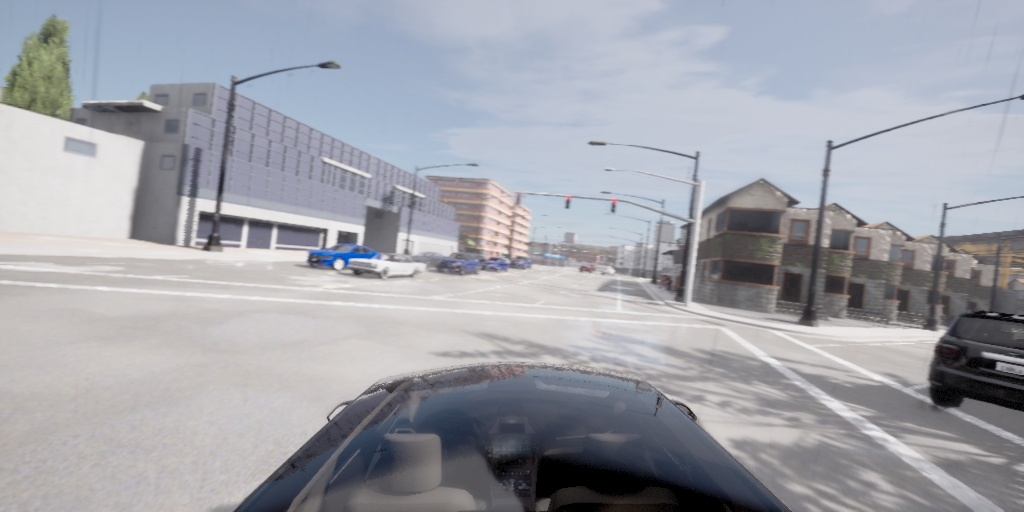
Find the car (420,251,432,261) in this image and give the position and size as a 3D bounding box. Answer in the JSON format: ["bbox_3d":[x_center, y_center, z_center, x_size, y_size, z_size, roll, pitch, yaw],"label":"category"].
[{"bbox_3d":[-7.140,0.338,31.014,2.033,1.411,5.357,7,1,17],"label":"car"}]

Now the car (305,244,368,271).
[{"bbox_3d":[-9.913,0.004,21.603,1.882,1.535,5.008,7,0,16],"label":"car"}]

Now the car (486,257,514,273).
[{"bbox_3d":[-1.662,0.847,37.241,1.812,1.442,4.674,7,1,16],"label":"car"}]

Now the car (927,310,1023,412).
[{"bbox_3d":[10.783,2.284,7.223,5.566,2.045,2.150,7,0,-26],"label":"car"}]

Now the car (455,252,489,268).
[{"bbox_3d":[-4.389,0.447,40.242,1.837,1.490,4.892,7,1,16],"label":"car"}]

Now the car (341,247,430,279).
[{"bbox_3d":[-6.794,0.505,19.926,1.895,1.301,4.718,7,0,17],"label":"car"}]

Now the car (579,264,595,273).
[{"bbox_3d":[12.172,2.037,59.069,1.812,1.442,4.674,7,0,17],"label":"car"}]

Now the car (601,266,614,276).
[{"bbox_3d":[15.504,2.440,58.074,1.812,1.442,4.674,7,0,17],"label":"car"}]

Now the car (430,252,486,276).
[{"bbox_3d":[-4.190,0.519,28.645,2.097,1.767,4.553,7,1,17],"label":"car"}]

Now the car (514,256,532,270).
[{"bbox_3d":[1.146,0.764,46.546,2.097,1.767,4.553,7,1,17],"label":"car"}]

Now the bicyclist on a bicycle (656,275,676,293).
[{"bbox_3d":[14.127,2.526,32.786,1.656,1.620,0.582,7,1,17],"label":"bicyclist on a bicycle"}]
